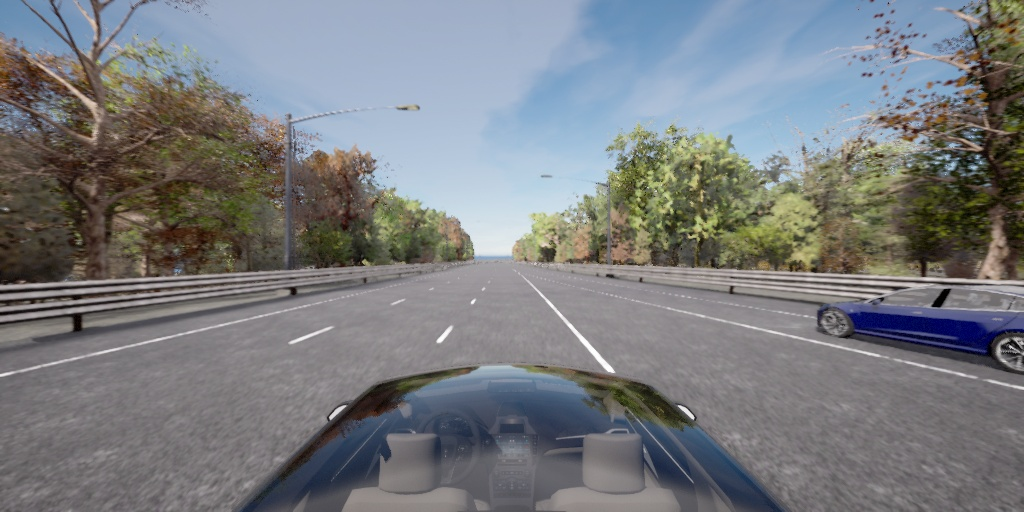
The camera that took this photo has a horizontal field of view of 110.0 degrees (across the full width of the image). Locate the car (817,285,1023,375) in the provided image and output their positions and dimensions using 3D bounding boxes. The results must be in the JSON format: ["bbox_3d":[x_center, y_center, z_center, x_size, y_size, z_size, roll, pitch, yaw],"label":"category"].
[{"bbox_3d":[9.401,1.324,7.696,2.163,1.488,4.792,0,0,-10],"label":"car"}]
